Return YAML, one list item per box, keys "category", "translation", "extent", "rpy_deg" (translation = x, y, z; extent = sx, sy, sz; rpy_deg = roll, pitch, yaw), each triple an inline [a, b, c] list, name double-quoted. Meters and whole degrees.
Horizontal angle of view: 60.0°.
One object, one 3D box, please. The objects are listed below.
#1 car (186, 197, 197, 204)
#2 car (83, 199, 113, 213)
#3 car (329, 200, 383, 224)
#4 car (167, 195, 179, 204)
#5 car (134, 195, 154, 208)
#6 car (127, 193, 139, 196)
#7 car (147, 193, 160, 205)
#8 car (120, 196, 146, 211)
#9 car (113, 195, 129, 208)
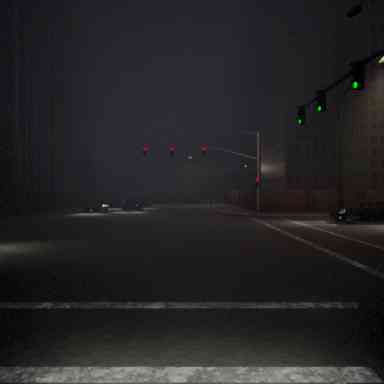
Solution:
- category: "car"
  translation: [-0.127, 1.564, 64.979]
  extent: [1.994, 1.385, 4.181]
  rpy_deg: [0, 0, 0]
- category: "car"
  translation: [-10.709, 1.547, 37.586]
  extent: [2.033, 1.411, 5.357]
  rpy_deg: [0, 0, -3]
- category: "car"
  translation: [12.366, 1.352, 23.919]
  extent: [4.553, 1.767, 2.097]
  rpy_deg: [0, 0, 0]
- category: "car"
  translation: [-3.627, 1.352, 64.942]
  extent: [2.097, 1.767, 4.553]
  rpy_deg: [0, 0, 0]
- category: "car"
  translation: [-7.188, 1.525, 49.673]
  extent: [1.812, 1.442, 4.674]
  rpy_deg: [0, 0, 0]
- category: "car"
  translation: [-10.667, 1.220, 59.586]
  extent: [2.150, 2.045, 5.566]
  rpy_deg: [0, 0, 0]
- category: "car"
  translation: [-7.161, 1.222, 60.208]
  extent: [2.150, 2.045, 5.566]
  rpy_deg: [0, 0, 1]
- category: "car"
  translation: [-7.158, 1.526, 40.579]
  extent: [1.812, 1.442, 4.674]
  rpy_deg: [0, 0, -1]
- category: "car"
  translation: [-10.690, 1.547, 47.660]
  extent: [2.033, 1.411, 5.357]
  rpy_deg: [0, 0, 0]
